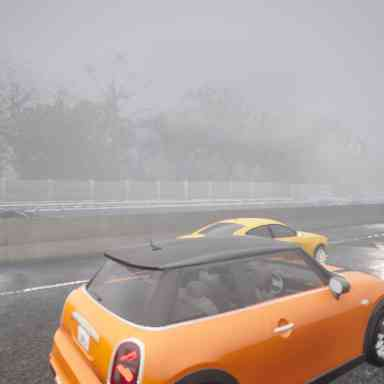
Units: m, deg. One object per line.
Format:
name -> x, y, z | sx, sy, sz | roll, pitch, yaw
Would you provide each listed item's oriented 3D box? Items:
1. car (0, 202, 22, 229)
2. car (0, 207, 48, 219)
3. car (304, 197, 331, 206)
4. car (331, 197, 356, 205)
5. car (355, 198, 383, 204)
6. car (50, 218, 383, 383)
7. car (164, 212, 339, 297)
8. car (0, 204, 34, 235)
car -> -13.330, 1.478, 20.278 | 5.008, 1.535, 1.882 | 0, 0, -35
car -> -8.976, 1.505, 14.787 | 4.892, 1.490, 1.837 | 0, 0, -35
car -> 17.873, 1.478, 46.797 | 5.008, 1.535, 1.882 | 0, 0, -35
car -> 21.559, 1.494, 45.120 | 4.902, 1.511, 2.128 | 0, 0, -35
car -> 22.887, 1.565, 41.780 | 4.181, 1.385, 1.994 | 0, 0, -35
car -> 0.737, 1.351, 4.275 | 4.553, 1.767, 2.097 | 0, 0, -35
car -> 1.844, 1.476, 9.356 | 5.008, 1.535, 1.882 | 0, 0, -36
car -> -11.232, 1.478, 17.476 | 5.008, 1.535, 1.882 | 0, 0, -35
